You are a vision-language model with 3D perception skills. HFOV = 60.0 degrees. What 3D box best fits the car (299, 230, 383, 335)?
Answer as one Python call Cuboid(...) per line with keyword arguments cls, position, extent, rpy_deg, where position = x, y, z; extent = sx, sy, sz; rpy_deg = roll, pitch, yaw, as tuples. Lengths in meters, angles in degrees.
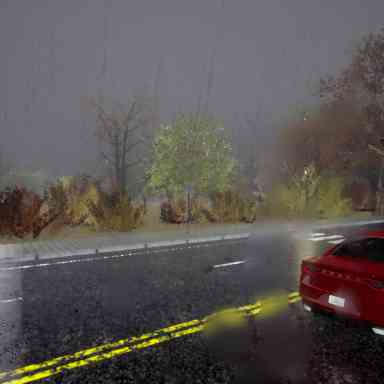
Cuboid(cls="car", position=(4.180, 1.480, 6.415), extent=(5.008, 1.535, 1.882), rpy_deg=(0, 0, -35))
